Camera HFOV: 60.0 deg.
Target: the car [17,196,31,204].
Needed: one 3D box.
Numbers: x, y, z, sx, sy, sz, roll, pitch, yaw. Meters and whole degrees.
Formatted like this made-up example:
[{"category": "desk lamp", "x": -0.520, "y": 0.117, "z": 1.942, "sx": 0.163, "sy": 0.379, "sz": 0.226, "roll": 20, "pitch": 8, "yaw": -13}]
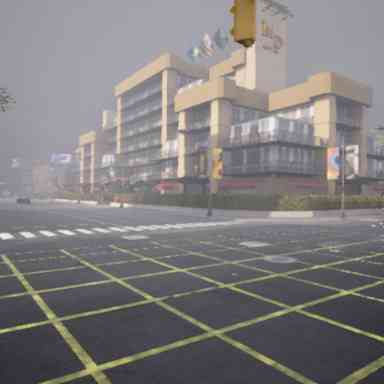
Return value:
[{"category": "car", "x": -32.704, "y": 1.601, "z": 64.559, "sx": 1.882, "sy": 1.535, "sz": 5.008, "roll": 1, "pitch": 0, "yaw": -36}]
